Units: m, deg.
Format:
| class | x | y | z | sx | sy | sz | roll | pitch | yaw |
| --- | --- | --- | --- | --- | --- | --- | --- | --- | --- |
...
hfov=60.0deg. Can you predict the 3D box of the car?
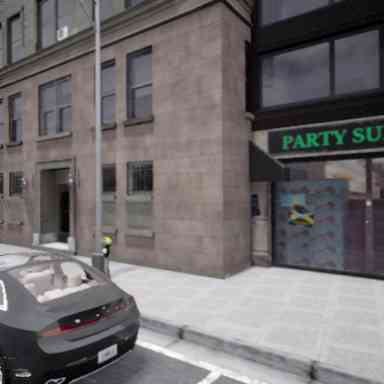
| class | x | y | z | sx | sy | sz | roll | pitch | yaw |
| --- | --- | --- | --- | --- | --- | --- | --- | --- | --- |
| car | -2.732 | 1.612 | 5.026 | 4.403 | 1.369 | 2.008 | -1 | 0 | 35 |
